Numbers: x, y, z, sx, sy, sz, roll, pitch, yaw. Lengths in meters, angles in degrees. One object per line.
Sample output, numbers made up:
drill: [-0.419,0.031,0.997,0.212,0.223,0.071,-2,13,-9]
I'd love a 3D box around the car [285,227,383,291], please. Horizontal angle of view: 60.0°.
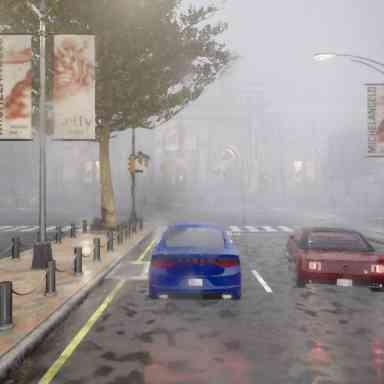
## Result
car: [3.677,1.601,9.097,1.895,1.301,4.718,0,0,13]

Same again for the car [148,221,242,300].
car: [0.071,1.478,8.470,1.882,1.535,5.008,0,0,0]
